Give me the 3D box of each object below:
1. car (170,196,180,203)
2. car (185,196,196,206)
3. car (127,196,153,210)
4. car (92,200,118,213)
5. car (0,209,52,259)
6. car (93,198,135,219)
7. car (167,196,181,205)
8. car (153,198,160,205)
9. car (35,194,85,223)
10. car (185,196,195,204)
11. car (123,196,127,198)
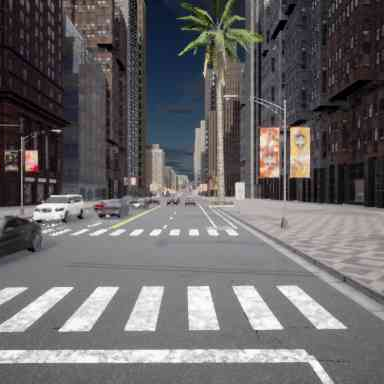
[{"bbox_3d":[-3.532,1.593,69.852,1.812,1.442,4.674,0,0,0],"label":"car"},{"bbox_3d":[-0.308,1.585,56.112,2.033,1.411,5.357,0,0,0],"label":"car"},{"bbox_3d":[-6.833,1.508,43.792,2.128,1.511,4.902,0,0,0],"label":"car"},{"bbox_3d":[-10.058,1.613,38.815,1.895,1.301,4.718,0,0,0],"label":"car"},{"bbox_3d":[-6.661,1.526,11.107,1.812,1.442,4.674,0,0,0],"label":"car"},{"bbox_3d":[-6.757,1.554,29.305,2.033,1.411,5.357,0,0,0],"label":"car"},{"bbox_3d":[-3.481,1.646,59.744,1.895,1.301,4.718,0,0,-1],"label":"car"},{"bbox_3d":[-6.836,1.646,59.939,1.895,1.301,4.718,0,0,0],"label":"car"},{"bbox_3d":[-9.988,1.225,25.582,2.150,2.045,5.566,0,0,0],"label":"car"},{"bbox_3d":[-0.366,1.538,66.534,1.882,1.535,5.008,0,0,0],"label":"car"},{"bbox_3d":[-10.104,1.382,52.227,2.097,1.767,4.553,0,0,0],"label":"car"}]
